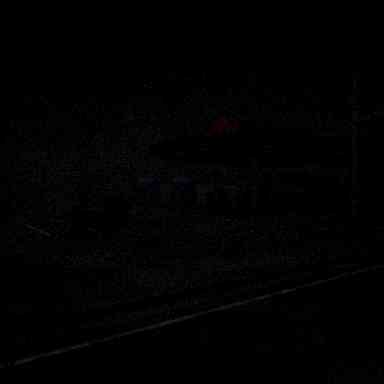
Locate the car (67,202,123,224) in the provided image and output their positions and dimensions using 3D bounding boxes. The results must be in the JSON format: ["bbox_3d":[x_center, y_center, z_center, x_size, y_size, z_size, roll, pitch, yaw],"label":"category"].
[{"bbox_3d":[-7.559,1.552,26.058,3.806,1.475,1.970,0,0,-36],"label":"car"}]

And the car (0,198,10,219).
[{"bbox_3d":[-14.426,1.290,21.083,4.605,1.855,1.932,0,0,-36],"label":"car"}]

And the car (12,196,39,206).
[{"bbox_3d":[-27.573,1.523,53.860,5.027,1.636,2.152,0,0,-36],"label":"car"}]

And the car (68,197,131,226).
[{"bbox_3d":[-6.117,1.268,23.000,3.866,1.878,1.905,0,0,-36],"label":"car"}]

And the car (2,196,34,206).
[{"bbox_3d":[-29.444,1.532,56.379,4.514,1.523,2.007,0,0,-36],"label":"car"}]

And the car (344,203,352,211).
[{"bbox_3d":[21.826,1.666,42.378,2.242,1.667,4.611,0,0,-36],"label":"car"}]
